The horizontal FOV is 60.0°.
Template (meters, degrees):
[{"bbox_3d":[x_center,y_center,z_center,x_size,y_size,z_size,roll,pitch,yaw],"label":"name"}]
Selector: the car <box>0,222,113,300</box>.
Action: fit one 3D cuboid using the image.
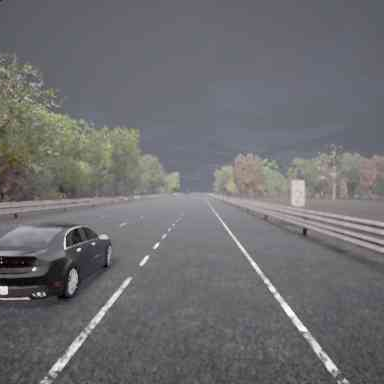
[{"bbox_3d":[-3.372,1.520,8.377,1.837,1.490,4.892,0,0,1],"label":"car"}]
